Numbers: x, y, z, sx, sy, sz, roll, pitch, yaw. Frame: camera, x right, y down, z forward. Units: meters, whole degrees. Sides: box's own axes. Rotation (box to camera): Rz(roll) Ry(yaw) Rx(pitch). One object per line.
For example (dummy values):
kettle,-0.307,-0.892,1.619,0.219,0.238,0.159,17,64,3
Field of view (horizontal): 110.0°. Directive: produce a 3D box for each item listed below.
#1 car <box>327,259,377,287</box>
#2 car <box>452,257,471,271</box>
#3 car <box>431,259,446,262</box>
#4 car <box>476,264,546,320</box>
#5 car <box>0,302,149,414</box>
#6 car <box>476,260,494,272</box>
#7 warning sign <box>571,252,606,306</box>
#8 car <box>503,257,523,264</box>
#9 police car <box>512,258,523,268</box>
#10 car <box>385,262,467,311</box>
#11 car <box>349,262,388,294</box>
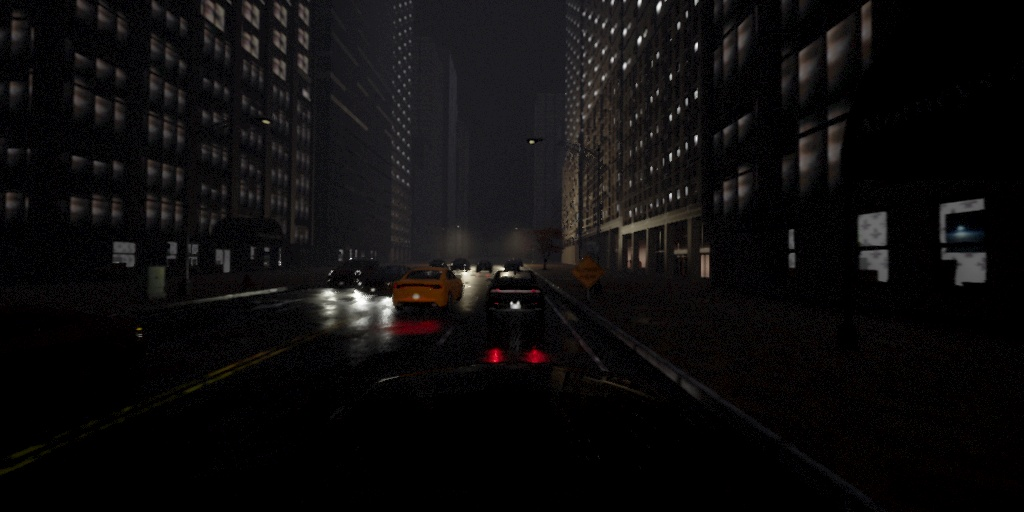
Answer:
car,-9.843,0.993,22.940,2.097,1.767,4.553,1,0,0
car,-6.532,1.028,45.714,2.097,1.767,4.553,1,0,0
car,-9.769,1.154,47.414,1.837,1.490,4.892,1,-1,0
car,0.104,1.229,12.680,2.128,1.511,4.902,1,0,0
car,-6.605,1.279,3.692,1.812,1.442,4.674,0,0,0
car,-3.252,1.201,42.857,2.128,1.511,4.902,1,0,0
warning sign,2.849,0.880,13.401,1.300,1.860,1.060,0,0,0
car,-0.002,1.218,42.802,1.882,1.535,5.008,1,0,0
police car,0.968,1.179,63.515,1.930,1.638,5.238,1,0,0
car,-3.146,1.183,14.252,1.882,1.535,5.008,1,0,0
car,-6.596,1.220,19.691,2.033,1.411,5.357,1,0,0
